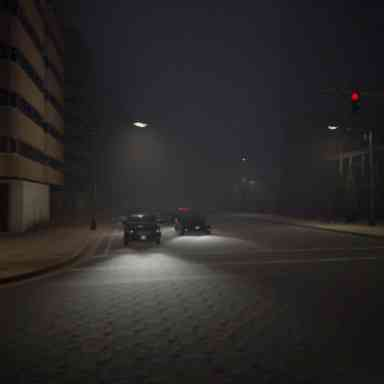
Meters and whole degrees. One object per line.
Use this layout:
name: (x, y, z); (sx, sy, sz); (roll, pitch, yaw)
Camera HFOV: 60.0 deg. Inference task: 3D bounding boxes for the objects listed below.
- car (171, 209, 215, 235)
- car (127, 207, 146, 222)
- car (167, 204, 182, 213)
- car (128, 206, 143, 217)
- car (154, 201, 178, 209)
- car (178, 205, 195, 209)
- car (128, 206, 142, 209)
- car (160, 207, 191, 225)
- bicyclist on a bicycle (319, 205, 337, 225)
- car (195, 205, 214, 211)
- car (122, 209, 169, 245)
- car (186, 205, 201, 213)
car: (-0.023, 2.114, 22.864); (1.994, 1.385, 4.181); (0, -1, -11)
car: (-6.278, 2.447, 37.252); (2.033, 1.411, 5.357); (0, -1, -11)
car: (-3.262, 2.946, 59.670); (2.033, 1.411, 5.357); (0, -1, -11)
car: (-8.068, 2.692, 47.003); (1.994, 1.385, 4.181); (0, -1, -10)
car: (-3.592, 2.218, 41.986); (2.150, 2.045, 5.566); (0, -1, -11)
car: (-1.463, 2.672, 50.358); (2.128, 1.511, 4.902); (0, -1, -10)
car: (-4.454, 2.149, 27.511); (1.882, 1.535, 5.008); (0, -1, -11)
car: (-1.635, 2.352, 31.471); (1.895, 1.301, 4.718); (0, -1, -11)
bicyclist on a bicycle: (11.289, 1.918, 27.558); (1.656, 1.620, 0.582); (0, -1, -11)
car: (2.037, 2.723, 50.664); (2.033, 1.411, 5.357); (0, -1, -10)
car: (-2.720, 1.944, 18.182); (2.128, 1.511, 4.902); (0, -1, -10)
car: (0.213, 2.998, 60.132); (1.895, 1.301, 4.718); (0, -1, -11)
